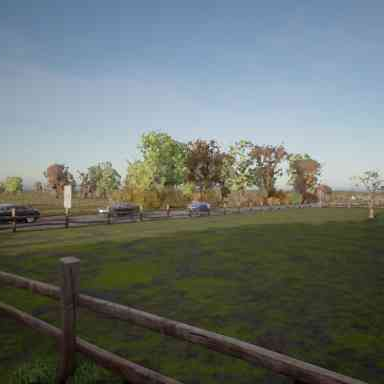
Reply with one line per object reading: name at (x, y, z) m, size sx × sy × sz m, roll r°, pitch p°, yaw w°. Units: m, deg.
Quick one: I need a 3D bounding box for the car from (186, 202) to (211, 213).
car at (0.943, 2.082, 46.847) m, size 1.812 × 1.442 × 4.674 m, roll 1°, pitch 0°, yaw 36°

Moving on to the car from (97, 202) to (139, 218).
car at (-7.663, 1.835, 34.770) m, size 2.128 × 1.511 × 4.902 m, roll 1°, pitch 0°, yaw 35°

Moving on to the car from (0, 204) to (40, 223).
car at (-14.226, 1.686, 25.478) m, size 1.837 × 1.490 × 4.892 m, roll 1°, pitch 0°, yaw 34°
